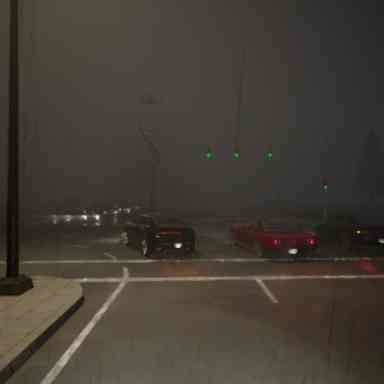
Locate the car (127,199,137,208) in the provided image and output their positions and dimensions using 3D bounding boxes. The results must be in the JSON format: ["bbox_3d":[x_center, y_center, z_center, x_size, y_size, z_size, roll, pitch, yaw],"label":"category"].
[{"bbox_3d":[-11.470,2.156,58.794,1.895,1.301,4.718,0,-1,0],"label":"car"}]

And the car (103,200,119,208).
[{"bbox_3d":[-14.969,2.145,61.535,1.994,1.385,4.181,0,-1,0],"label":"car"}]

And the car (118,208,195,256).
[{"bbox_3d":[-1.530,1.637,13.823,1.837,1.490,4.892,2,-2,-25],"label":"car"}]

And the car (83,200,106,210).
[{"bbox_3d":[-15.022,2.035,51.588,2.033,1.411,5.357,0,-1,1],"label":"car"}]

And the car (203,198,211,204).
[{"bbox_3d":[3.800,2.321,84.575,1.812,1.442,4.674,0,-1,2],"label":"car"}]

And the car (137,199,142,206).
[{"bbox_3d":[-11.462,2.200,68.645,1.994,1.385,4.181,0,-1,0],"label":"car"}]

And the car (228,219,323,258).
[{"bbox_3d":[2.970,1.728,13.399,1.895,1.301,4.718,0,-1,-11],"label":"car"}]

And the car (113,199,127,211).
[{"bbox_3d":[-11.545,1.976,49.821,1.837,1.490,4.892,0,-1,0],"label":"car"}]

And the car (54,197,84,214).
[{"bbox_3d":[-15.069,1.613,41.343,2.150,2.045,5.566,0,-1,0],"label":"car"}]

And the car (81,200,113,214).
[{"bbox_3d":[-11.573,1.987,40.810,1.895,1.301,4.718,0,-1,0],"label":"car"}]

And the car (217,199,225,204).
[{"bbox_3d":[7.293,2.347,84.261,1.994,1.385,4.181,0,-1,2],"label":"car"}]

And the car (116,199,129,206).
[{"bbox_3d":[-14.947,2.194,71.739,1.812,1.442,4.674,0,-1,0],"label":"car"}]

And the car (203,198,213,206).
[{"bbox_3d":[3.565,2.166,72.986,1.882,1.535,5.008,0,-1,1],"label":"car"}]

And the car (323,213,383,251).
[{"bbox_3d":[7.107,1.665,14.710,1.812,1.442,4.674,0,-1,0],"label":"car"}]
